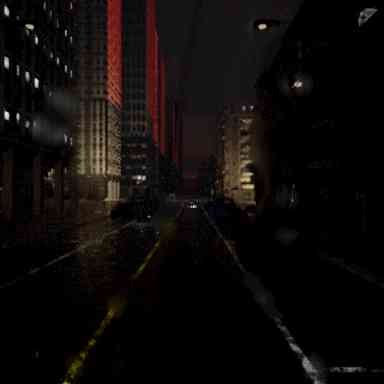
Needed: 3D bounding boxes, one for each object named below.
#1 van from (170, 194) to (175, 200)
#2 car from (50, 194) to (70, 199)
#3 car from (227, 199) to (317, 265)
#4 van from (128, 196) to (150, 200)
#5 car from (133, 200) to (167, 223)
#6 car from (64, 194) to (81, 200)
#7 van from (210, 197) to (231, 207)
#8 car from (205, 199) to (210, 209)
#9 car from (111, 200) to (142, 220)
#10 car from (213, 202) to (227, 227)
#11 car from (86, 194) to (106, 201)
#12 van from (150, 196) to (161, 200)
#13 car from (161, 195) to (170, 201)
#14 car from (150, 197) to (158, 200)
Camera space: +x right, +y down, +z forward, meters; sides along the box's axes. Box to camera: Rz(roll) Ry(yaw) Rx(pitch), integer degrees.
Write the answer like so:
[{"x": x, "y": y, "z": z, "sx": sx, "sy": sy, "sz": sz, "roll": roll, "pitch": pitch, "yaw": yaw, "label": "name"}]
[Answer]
[{"x": -5.684, "y": 1.518, "z": 94.980, "sx": 1.690, "sy": 1.788, "sz": 3.998, "roll": 0, "pitch": 0, "yaw": 0, "label": "van"}, {"x": -32.356, "y": 1.127, "z": 81.642, "sx": 4.206, "sy": 1.307, "sz": 1.802, "roll": 1, "pitch": -1, "yaw": 0, "label": "car"}, {"x": 2.691, "y": 1.331, "z": 11.667, "sx": 2.192, "sy": 1.841, "sz": 5.009, "roll": 0, "pitch": 0, "yaw": 0, "label": "car"}, {"x": -5.689, "y": 1.392, "z": 34.262, "sx": 1.690, "sy": 1.788, "sz": 3.998, "roll": 0, "pitch": 0, "yaw": 0, "label": "van"}, {"x": -3.099, "y": 1.601, "z": 25.996, "sx": 1.994, "sy": 1.385, "sz": 4.181, "roll": 0, "pitch": 0, "yaw": 0, "label": "car"}, {"x": -26.703, "y": 1.231, "z": 73.274, "sx": 4.206, "sy": 1.307, "sz": 1.802, "roll": 1, "pitch": -1, "yaw": 0, "label": "car"}, {"x": 2.692, "y": 1.382, "z": 28.613, "sx": 1.690, "sy": 1.788, "sz": 3.998, "roll": 0, "pitch": 0, "yaw": 0, "label": "van"}, {"x": 2.693, "y": 1.622, "z": 45.558, "sx": 2.008, "sy": 1.369, "sz": 4.403, "roll": 0, "pitch": 0, "yaw": 0, "label": "car"}, {"x": -5.688, "y": 1.608, "z": 28.613, "sx": 1.947, "sy": 1.339, "sz": 4.313, "roll": 0, "pitch": 0, "yaw": 0, "label": "car"}, {"x": 2.691, "y": 1.614, "z": 22.964, "sx": 1.802, "sy": 1.307, "sz": 4.206, "roll": 0, "pitch": 0, "yaw": 0, "label": "car"}, {"x": -21.126, "y": 1.196, "z": 73.290, "sx": 4.097, "sy": 1.590, "sz": 1.967, "roll": 1, "pitch": -1, "yaw": 0, "label": "car"}, {"x": -5.687, "y": 1.412, "z": 45.560, "sx": 1.690, "sy": 1.788, "sz": 3.998, "roll": 0, "pitch": 0, "yaw": 0, "label": "van"}, {"x": -5.686, "y": 1.545, "z": 62.505, "sx": 1.967, "sy": 1.590, "sz": 4.097, "roll": 0, "pitch": 0, "yaw": 0, "label": "car"}, {"x": -5.688, "y": 1.612, "z": 39.911, "sx": 2.008, "sy": 1.369, "sz": 4.403, "roll": 0, "pitch": 0, "yaw": 0, "label": "car"}]
